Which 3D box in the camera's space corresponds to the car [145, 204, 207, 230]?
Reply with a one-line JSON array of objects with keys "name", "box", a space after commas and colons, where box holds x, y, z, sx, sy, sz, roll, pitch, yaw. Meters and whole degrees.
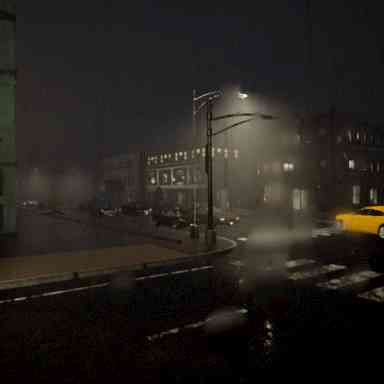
[{"name": "car", "box": [-1.242, 1.809, 23.229, 1.947, 1.339, 4.313, -2, 0, -36]}]

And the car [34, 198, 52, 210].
[{"name": "car", "box": [-25.207, 2.227, 56.966, 1.752, 1.417, 4.829, -1, 0, -36]}]

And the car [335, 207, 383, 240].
[{"name": "car", "box": [9.437, 1.480, 16.945, 1.882, 1.535, 5.008, 1, -1, -14]}]

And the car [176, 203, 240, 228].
[{"name": "car", "box": [1.112, 1.760, 24.612, 2.033, 1.411, 5.357, -1, 0, -36]}]

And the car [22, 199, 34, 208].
[{"name": "car", "box": [-31.744, 2.371, 66.111, 2.008, 1.369, 4.403, -1, 0, -36]}]

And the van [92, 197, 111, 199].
[{"name": "van", "box": [-15.276, 1.898, 57.476, 1.690, 1.788, 3.998, -2, 0, -36]}]

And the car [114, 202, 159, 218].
[{"name": "car", "box": [-5.774, 1.840, 34.248, 2.128, 1.511, 4.902, -1, 0, -36]}]

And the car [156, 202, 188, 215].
[{"name": "car", "box": [-2.396, 1.895, 39.464, 1.802, 1.307, 4.206, -2, 0, -36]}]

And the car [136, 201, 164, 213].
[{"name": "car", "box": [-5.613, 1.957, 43.967, 1.802, 1.307, 4.206, -2, 0, -36]}]

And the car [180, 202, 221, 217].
[{"name": "car", "box": [0.823, 1.801, 34.961, 2.008, 1.369, 4.403, -2, 0, -36]}]

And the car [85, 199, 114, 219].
[{"name": "car", "box": [-9.215, 1.841, 34.589, 1.967, 1.590, 4.097, -2, 0, -36]}]

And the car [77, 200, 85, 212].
[{"name": "car", "box": [-14.385, 2.114, 46.356, 1.895, 1.301, 4.718, -1, 0, -35]}]

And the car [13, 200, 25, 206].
[{"name": "car", "box": [-41.399, 2.542, 79.620, 2.008, 1.369, 4.403, -1, 0, -36]}]

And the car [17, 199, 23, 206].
[{"name": "car", "box": [-38.183, 2.375, 75.116, 1.967, 1.590, 4.097, -1, 0, -36]}]

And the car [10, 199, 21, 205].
[{"name": "car", "box": [-44.618, 2.593, 84.122, 1.887, 1.381, 4.507, -1, 0, -36]}]

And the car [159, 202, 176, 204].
[{"name": "car", "box": [-3.730, 1.889, 36.882, 1.994, 1.385, 4.181, -1, 0, -35]}]

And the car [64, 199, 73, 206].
[{"name": "car", "box": [-28.145, 2.355, 75.489, 1.947, 1.339, 4.313, -1, 0, -36]}]
